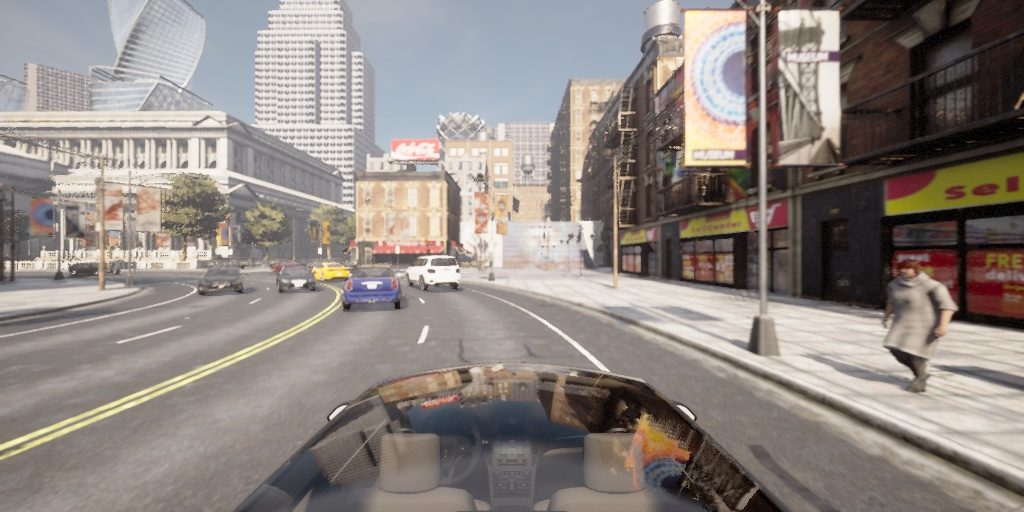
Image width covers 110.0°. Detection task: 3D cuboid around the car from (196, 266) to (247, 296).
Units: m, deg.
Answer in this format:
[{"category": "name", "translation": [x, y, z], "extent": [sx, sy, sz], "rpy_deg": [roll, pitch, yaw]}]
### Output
[{"category": "car", "translation": [-16.141, 1.326, 20.092], "extent": [1.837, 1.490, 4.892], "rpy_deg": [0, -1, -36]}]

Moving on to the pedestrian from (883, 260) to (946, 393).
[{"category": "pedestrian", "translation": [5.485, 0.885, 4.897], "extent": [0.375, 1.860, 0.375], "rpy_deg": [0, 0, -2]}]

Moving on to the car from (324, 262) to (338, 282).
[{"category": "car", "translation": [-15.506, 1.314, 30.343], "extent": [5.008, 1.535, 1.882], "rpy_deg": [0, 0, 45]}]

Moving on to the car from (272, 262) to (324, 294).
[{"category": "car", "translation": [-12.773, 1.306, 21.255], "extent": [2.128, 1.511, 4.902], "rpy_deg": [0, 0, -34]}]

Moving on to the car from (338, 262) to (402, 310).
[{"category": "car", "translation": [-5.815, 1.140, 15.267], "extent": [2.097, 1.767, 4.553], "rpy_deg": [0, 0, -18]}]

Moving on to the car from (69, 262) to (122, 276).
[{"category": "car", "translation": [-46.349, 1.426, 39.916], "extent": [4.892, 1.490, 1.837], "rpy_deg": [0, 0, 5]}]

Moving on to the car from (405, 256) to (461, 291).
[{"category": "car", "translation": [-5.085, 1.020, 22.673], "extent": [2.150, 2.045, 5.566], "rpy_deg": [0, 0, -30]}]
